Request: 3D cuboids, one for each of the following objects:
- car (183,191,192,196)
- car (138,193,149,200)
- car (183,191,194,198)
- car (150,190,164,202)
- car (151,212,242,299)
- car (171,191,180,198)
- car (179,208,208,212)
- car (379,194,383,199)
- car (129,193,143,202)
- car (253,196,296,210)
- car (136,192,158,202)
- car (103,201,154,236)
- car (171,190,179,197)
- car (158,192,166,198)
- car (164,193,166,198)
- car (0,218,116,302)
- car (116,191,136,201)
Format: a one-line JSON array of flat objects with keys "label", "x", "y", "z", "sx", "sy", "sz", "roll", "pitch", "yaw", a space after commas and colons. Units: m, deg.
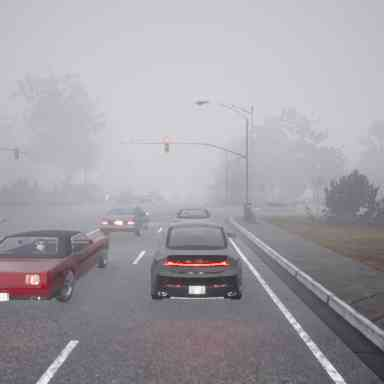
[{"label": "car", "x": -1.418, "y": 0.464, "z": 95.118, "sx": 2.033, "sy": 1.411, "sz": 5.357, "roll": 0, "pitch": 1, "yaw": -7}, {"label": "car", "x": -10.737, "y": 0.991, "z": 73.776, "sx": 1.895, "sy": 1.301, "sz": 4.718, "roll": 0, "pitch": 1, "yaw": -1}, {"label": "car", "x": -0.666, "y": 0.783, "z": 85.241, "sx": 1.994, "sy": 1.385, "sz": 4.181, "roll": 0, "pitch": 1, "yaw": -4}, {"label": "car", "x": -7.162, "y": 0.733, "z": 63.458, "sx": 2.150, "sy": 2.045, "sz": 5.566, "roll": 0, "pitch": 1, "yaw": -1}, {"label": "car", "x": 0.088, "y": 1.473, "z": 8.321, "sx": 1.837, "sy": 1.490, "sz": 4.892, "roll": 0, "pitch": 0, "yaw": 0}, {"label": "car", "x": -4.137, "y": 0.602, "z": 84.687, "sx": 2.097, "sy": 1.767, "sz": 4.553, "roll": 0, "pitch": 1, "yaw": -4}, {"label": "car", "x": 0.081, "y": 1.497, "z": 17.634, "sx": 1.895, "sy": 1.301, "sz": 4.718, "roll": 0, "pitch": 0, "yaw": 0}, {"label": "car", "x": 23.503, "y": 0.944, "z": 38.936, "sx": 5.566, "sy": 2.045, "sz": 2.150, "roll": 0, "pitch": 0, "yaw": -3}, {"label": "car", "x": -10.672, "y": 0.987, "z": 63.690, "sx": 1.882, "sy": 1.535, "sz": 5.008, "roll": 0, "pitch": 1, "yaw": 0}, {"label": "car", "x": 9.423, "y": 1.220, "z": 38.021, "sx": 4.902, "sy": 1.511, "sz": 2.128, "roll": 0, "pitch": 0, "yaw": -6}, {"label": "car", "x": -7.189, "y": 1.151, "z": 53.283, "sx": 2.033, "sy": 1.411, "sz": 5.357, "roll": 0, "pitch": 0, "yaw": 0}, {"label": "car", "x": -3.445, "y": 1.442, "z": 17.731, "sx": 2.033, "sy": 1.411, "sz": 5.357, "roll": 0, "pitch": 0, "yaw": -1}, {"label": "car", "x": -4.906, "y": 0.451, "z": 94.756, "sx": 2.097, "sy": 1.767, "sz": 4.553, "roll": 0, "pitch": 1, "yaw": -7}, {"label": "car", "x": -7.597, "y": 0.780, "z": 83.918, "sx": 1.812, "sy": 1.442, "sz": 4.674, "roll": 0, "pitch": 1, "yaw": -3}, {"label": "car", "x": -7.232, "y": 0.876, "z": 73.649, "sx": 1.882, "sy": 1.535, "sz": 5.008, "roll": 0, "pitch": 1, "yaw": -1}, {"label": "car", "x": -3.412, "y": 1.570, "z": 8.142, "sx": 1.895, "sy": 1.301, "sz": 4.718, "roll": 0, "pitch": 0, "yaw": 0}, {"label": "car", "x": -10.688, "y": 0.821, "z": 53.803, "sx": 2.150, "sy": 2.045, "sz": 5.566, "roll": 0, "pitch": 0, "yaw": 0}]
